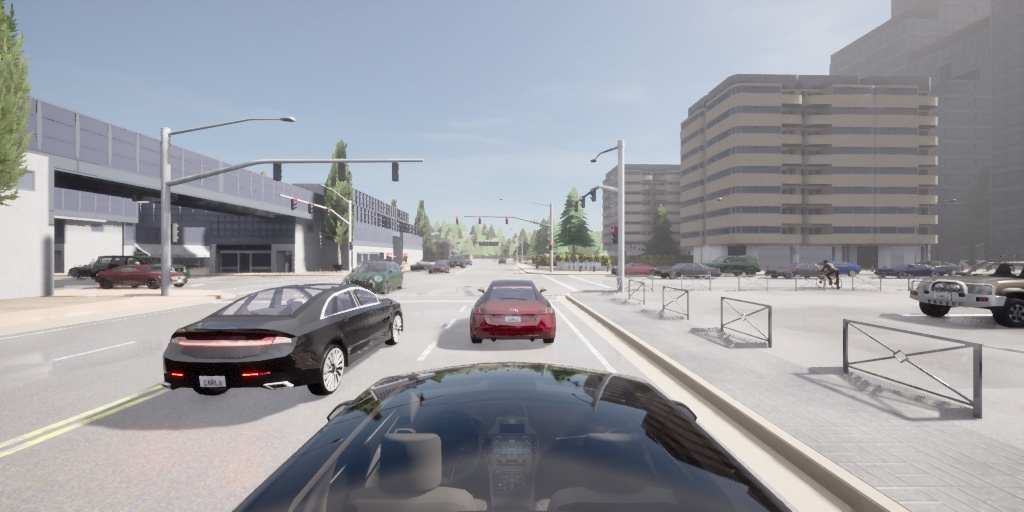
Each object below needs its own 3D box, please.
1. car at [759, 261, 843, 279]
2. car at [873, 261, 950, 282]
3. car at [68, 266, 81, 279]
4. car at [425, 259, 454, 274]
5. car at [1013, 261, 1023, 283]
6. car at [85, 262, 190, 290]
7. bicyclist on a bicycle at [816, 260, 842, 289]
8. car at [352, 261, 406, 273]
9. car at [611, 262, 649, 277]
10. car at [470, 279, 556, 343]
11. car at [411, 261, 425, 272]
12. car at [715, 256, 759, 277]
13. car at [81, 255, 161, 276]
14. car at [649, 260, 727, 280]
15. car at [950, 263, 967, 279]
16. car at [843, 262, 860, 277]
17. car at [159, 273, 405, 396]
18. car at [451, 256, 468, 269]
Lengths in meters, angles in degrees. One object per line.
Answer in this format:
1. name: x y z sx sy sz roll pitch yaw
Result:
1. car: 25.295 1.297 31.507 5.357 1.411 2.033 0 0 -2
2. car: 35.158 1.351 31.791 4.718 1.301 1.895 0 0 -2
3. car: -37.048 1.102 32.537 4.553 1.767 2.097 0 0 -1
4. car: -8.102 1.314 40.176 1.994 1.385 4.181 0 0 -2
5. car: 43.291 1.314 28.395 4.181 1.385 1.994 0 0 -1
6. car: -22.895 1.276 22.199 4.674 1.442 1.812 0 0 0
7. bicyclist on a bicycle: 17.920 1.052 20.297 0.582 1.620 1.656 0 0 -2
8. car: -7.377 1.102 19.396 2.097 1.767 4.553 0 0 -2
9. car: 11.734 1.314 34.600 4.181 1.385 1.994 0 0 -2
10. car: 0.009 1.314 9.644 1.994 1.385 4.181 0 0 0
11. car: -11.812 1.351 46.595 1.895 1.301 4.718 0 0 -2
12. car: 21.077 0.971 34.884 5.566 2.045 2.150 0 0 -2
13. car: -26.453 0.971 25.594 5.566 2.045 2.150 0 0 -1
14. car: 15.225 1.297 31.204 5.357 1.411 2.033 0 0 -2
15. car: 41.218 1.255 35.445 4.892 1.490 1.837 0 0 -1
16. car: 31.103 1.228 35.178 5.008 1.535 1.882 0 0 -2
17. car: -3.476 1.242 6.585 2.128 1.511 4.902 0 0 0
18. car: -8.578 0.967 56.224 2.150 2.045 5.566 0 1 -2
